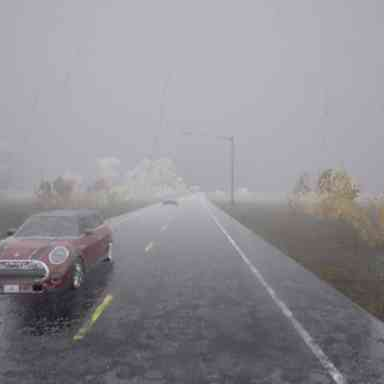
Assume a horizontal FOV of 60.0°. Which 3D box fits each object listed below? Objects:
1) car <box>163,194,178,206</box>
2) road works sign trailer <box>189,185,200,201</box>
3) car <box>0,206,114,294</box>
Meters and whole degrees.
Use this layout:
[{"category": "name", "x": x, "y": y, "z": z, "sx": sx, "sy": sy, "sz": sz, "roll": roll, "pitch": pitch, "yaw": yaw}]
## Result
[{"category": "car", "x": -3.270, "y": 1.188, "z": 50.830, "sx": 2.097, "sy": 1.767, "sz": 4.553, "roll": 0, "pitch": 0, "yaw": 1}, {"category": "road works sign trailer", "x": 0.618, "y": 0.230, "z": 74.296, "sx": 2.380, "sy": 3.560, "sz": 2.880, "roll": 0, "pitch": 0, "yaw": 0}, {"category": "car", "x": -3.582, "y": 1.321, "z": 8.866, "sx": 2.097, "sy": 1.767, "sz": 4.553, "roll": 0, "pitch": 0, "yaw": 0}]
